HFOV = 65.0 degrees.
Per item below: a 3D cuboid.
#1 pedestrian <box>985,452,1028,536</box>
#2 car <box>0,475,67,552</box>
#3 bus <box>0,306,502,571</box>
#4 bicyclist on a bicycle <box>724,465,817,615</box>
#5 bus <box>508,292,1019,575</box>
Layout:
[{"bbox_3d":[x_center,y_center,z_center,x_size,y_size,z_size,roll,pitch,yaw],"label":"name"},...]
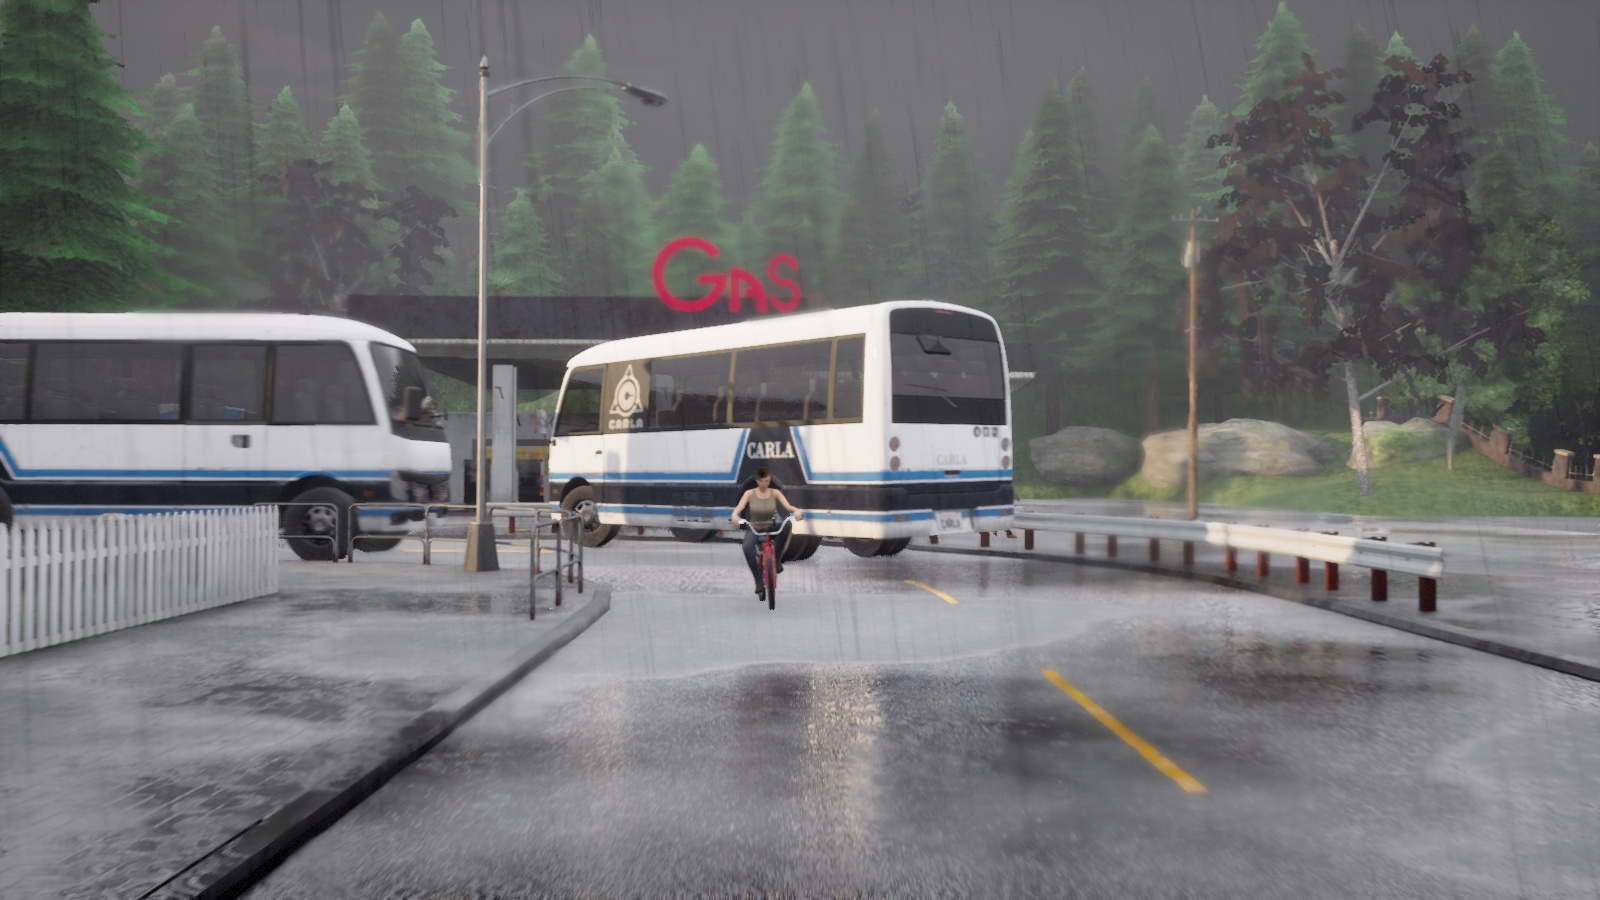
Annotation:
[{"bbox_3d":[4.503,0.962,27.393,0.869,1.805,0.328,-1,-1,38],"label":"pedestrian"},{"bbox_3d":[-18.327,1.301,26.157,5.008,1.535,1.882,0,-1,0],"label":"car"},{"bbox_3d":[-10.877,-0.149,22.207,10.273,4.253,3.944,0,-1,0],"label":"bus"},{"bbox_3d":[-0.365,0.994,14.503,0.866,1.612,1.509,-2,-1,-8],"label":"bicyclist on a bicycle"},{"bbox_3d":[-1.209,-0.166,24.007,3.944,4.253,10.273,-1,-1,-42],"label":"bus"}]
